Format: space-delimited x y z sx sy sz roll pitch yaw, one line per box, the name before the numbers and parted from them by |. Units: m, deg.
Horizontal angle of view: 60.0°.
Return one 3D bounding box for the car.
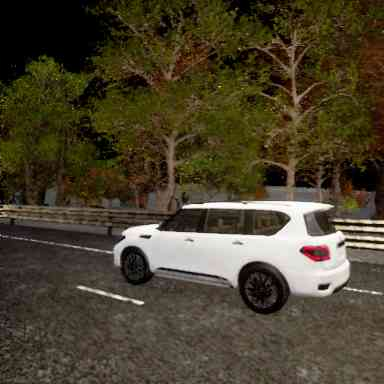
car | 0.631 1.231 7.840 5.566 2.045 2.150 0 0 35
